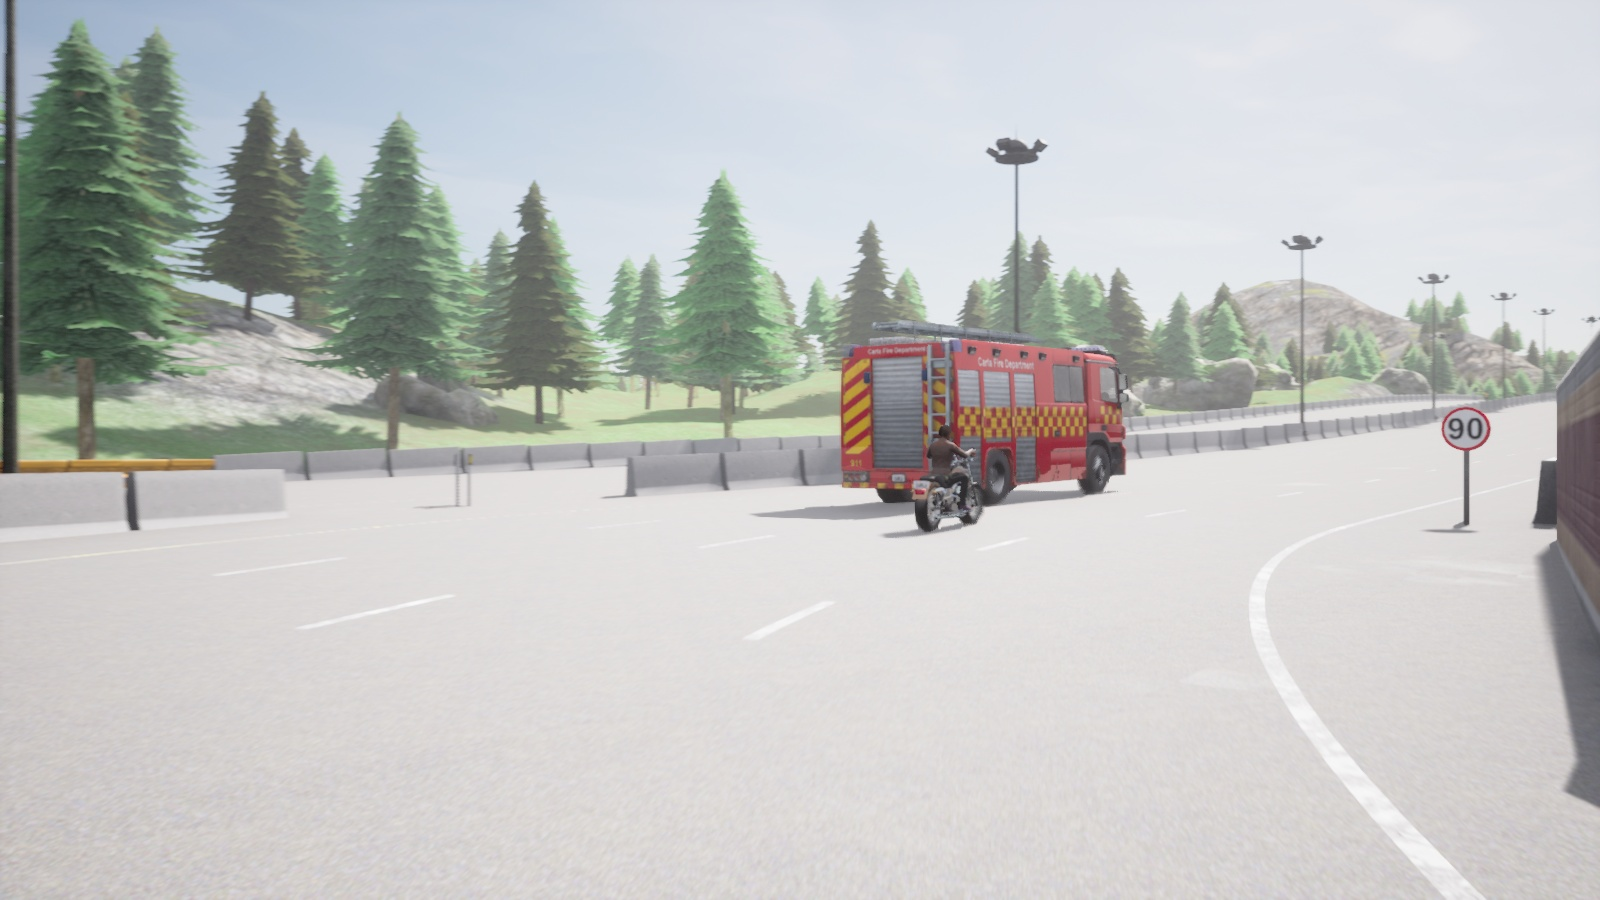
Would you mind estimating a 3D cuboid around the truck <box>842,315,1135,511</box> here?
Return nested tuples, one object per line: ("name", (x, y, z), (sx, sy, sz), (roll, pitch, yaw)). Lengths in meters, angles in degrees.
("truck", (4.618, -0.812, 28.794), (2.891, 3.827, 8.468), (0, 1, 37))

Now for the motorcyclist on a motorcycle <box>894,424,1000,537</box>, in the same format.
("motorcyclist on a motorcycle", (2.325, 0.427, 19.508), (0.766, 1.649, 2.350), (1, 1, 30))
